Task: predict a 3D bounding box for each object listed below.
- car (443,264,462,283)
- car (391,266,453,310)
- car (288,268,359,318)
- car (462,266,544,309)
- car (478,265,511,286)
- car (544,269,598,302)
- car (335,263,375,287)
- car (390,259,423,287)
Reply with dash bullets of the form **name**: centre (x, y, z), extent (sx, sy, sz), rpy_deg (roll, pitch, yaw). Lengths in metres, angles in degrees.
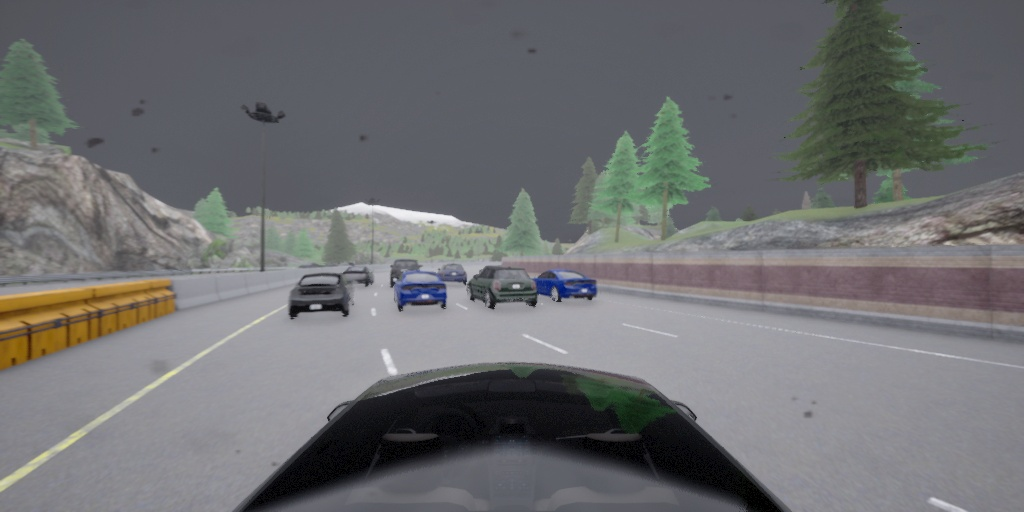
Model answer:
- **car**: centre (-4.942, 1.396, 29.303), extent (2.097, 1.767, 4.553), rpy_deg (0, -1, -15)
- **car**: centre (-4.084, 1.375, 15.657), extent (1.882, 1.535, 5.008), rpy_deg (0, -1, -20)
- **car**: centre (-7.095, 1.380, 13.702), extent (1.837, 1.490, 4.892), rpy_deg (0, 0, -21)
- **car**: centre (-0.582, 1.259, 16.275), extent (2.097, 1.767, 4.553), rpy_deg (0, -1, -21)
- **car**: centre (-1.607, 1.567, 30.366), extent (1.837, 1.490, 4.892), rpy_deg (0, 0, -15)
- **car**: centre (2.382, 1.411, 18.349), extent (1.882, 1.535, 5.008), rpy_deg (0, 0, -20)
- **car**: centre (-11.682, 1.510, 27.403), extent (2.128, 1.511, 4.902), rpy_deg (0, 0, -15)
- **car**: centre (-8.100, 1.246, 27.494), extent (2.150, 2.045, 5.566), rpy_deg (0, 0, -15)
